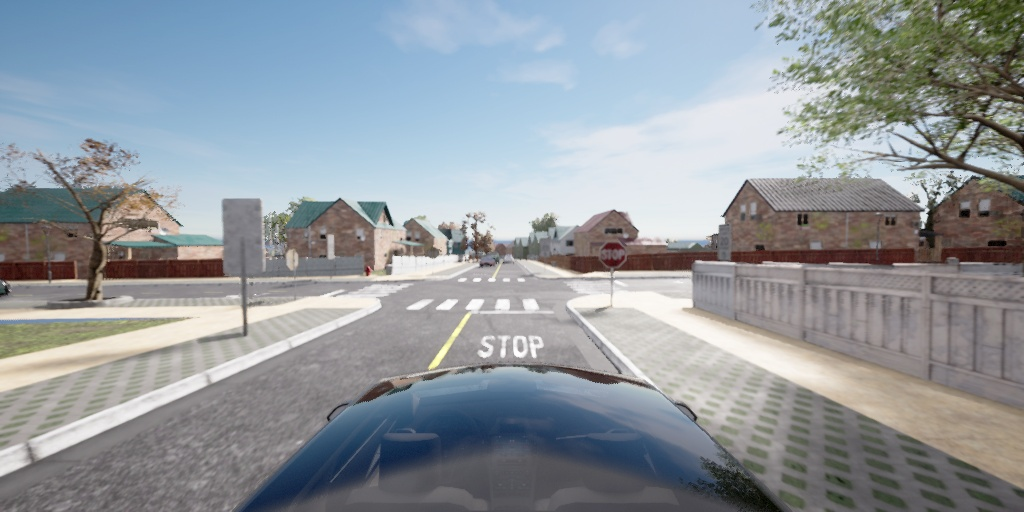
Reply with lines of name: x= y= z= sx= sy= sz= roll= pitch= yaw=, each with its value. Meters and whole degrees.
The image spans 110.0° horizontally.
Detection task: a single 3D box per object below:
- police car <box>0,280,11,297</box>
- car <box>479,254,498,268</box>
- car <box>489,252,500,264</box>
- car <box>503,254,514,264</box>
police car: x=-28.558 y=1.484 z=18.098 sx=4.974 sy=1.542 sz=2.038 roll=-1 pitch=2 yaw=0
car: x=-3.150 y=0.782 z=46.380 sx=1.994 sy=1.385 sz=4.181 roll=0 pitch=0 yaw=-1
car: x=-3.338 y=0.309 z=64.227 sx=2.150 sy=2.045 sz=5.566 roll=0 pitch=0 yaw=-1
car: x=-0.570 y=0.618 z=63.088 sx=1.812 sy=1.442 sz=4.674 roll=0 pitch=0 yaw=-1
